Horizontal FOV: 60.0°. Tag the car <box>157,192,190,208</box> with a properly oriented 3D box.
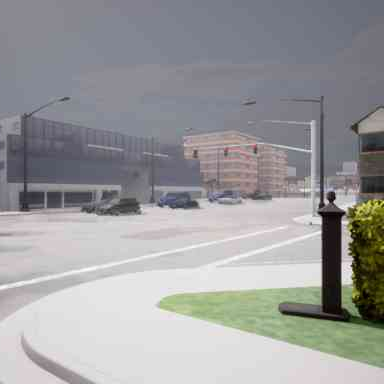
[{"bbox_3d":[-2.297,1.010,44.230,2.150,2.045,5.566,0,1,35],"label":"car"}]

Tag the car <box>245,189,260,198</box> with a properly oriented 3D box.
[{"bbox_3d":[11.527,0.447,63.869,2.150,2.045,5.566,0,0,35],"label":"car"}]

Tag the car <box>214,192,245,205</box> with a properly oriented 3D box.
[{"bbox_3d":[5.656,1.178,49.477,1.895,1.301,4.718,0,2,35],"label":"car"}]

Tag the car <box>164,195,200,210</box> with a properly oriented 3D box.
[{"bbox_3d":[-0.891,1.399,40.117,1.994,1.385,4.181,0,1,36],"label":"car"}]

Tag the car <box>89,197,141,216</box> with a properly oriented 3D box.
[{"bbox_3d":[-6.962,1.294,31.465,2.097,1.767,4.553,0,0,35],"label":"car"}]

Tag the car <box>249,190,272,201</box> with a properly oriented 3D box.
[{"bbox_3d":[12.588,0.872,59.323,1.895,1.301,4.718,0,1,35],"label":"car"}]

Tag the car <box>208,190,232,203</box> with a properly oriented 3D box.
[{"bbox_3d":[4.784,0.699,54.327,2.150,2.045,5.566,0,2,35],"label":"car"}]

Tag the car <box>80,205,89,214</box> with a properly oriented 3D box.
[{"bbox_3d":[-8.935,1.488,34.774,2.033,1.411,5.357,0,0,35],"label":"car"}]
